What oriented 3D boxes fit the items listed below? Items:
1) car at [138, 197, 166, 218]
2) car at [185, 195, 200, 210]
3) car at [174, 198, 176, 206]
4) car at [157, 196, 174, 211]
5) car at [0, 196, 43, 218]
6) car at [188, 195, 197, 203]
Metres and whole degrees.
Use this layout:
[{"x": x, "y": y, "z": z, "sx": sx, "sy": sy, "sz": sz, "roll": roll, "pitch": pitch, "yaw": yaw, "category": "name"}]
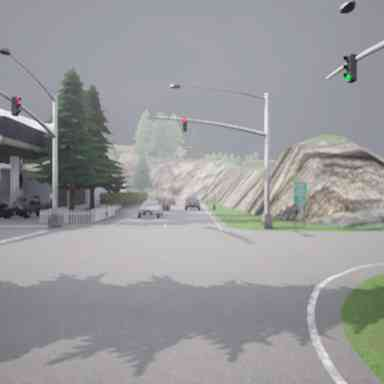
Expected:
[{"x": -3.609, "y": 1.471, "z": 29.420, "sx": 1.812, "sy": 1.442, "sz": 4.674, "roll": 0, "pitch": 0, "yaw": 0, "category": "car"}, {"x": 0.081, "y": 1.469, "z": 41.946, "sx": 2.033, "sy": 1.411, "sz": 5.357, "roll": 0, "pitch": 0, "yaw": 0, "category": "car"}, {"x": -3.597, "y": 1.464, "z": 53.036, "sx": 1.994, "sy": 1.385, "sz": 4.181, "roll": 0, "pitch": 0, "yaw": 0, "category": "car"}, {"x": -3.610, "y": 1.282, "z": 38.378, "sx": 2.097, "sy": 1.767, "sz": 4.553, "roll": 0, "pitch": 0, "yaw": 0, "category": "car"}, {"x": -14.542, "y": 1.259, "z": 28.939, "sx": 1.905, "sy": 1.878, "sz": 3.866, "roll": 0, "pitch": 0, "yaw": -1, "category": "car"}, {"x": 0.027, "y": 1.399, "z": 67.737, "sx": 1.812, "sy": 1.442, "sz": 4.674, "roll": 0, "pitch": 0, "yaw": 0, "category": "car"}]
